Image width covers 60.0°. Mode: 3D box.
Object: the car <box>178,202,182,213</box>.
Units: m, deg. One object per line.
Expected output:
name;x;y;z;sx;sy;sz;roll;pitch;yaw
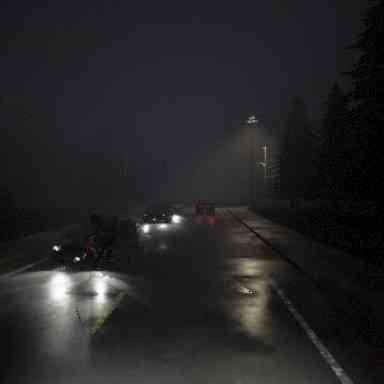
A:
car;-2.222;1.601;35.712;1.895;1.301;4.718;0;0;3

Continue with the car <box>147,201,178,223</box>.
car;-2.561;1.548;26.174;2.033;1.411;5.357;0;0;2

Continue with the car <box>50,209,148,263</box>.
car;-3.199;1.547;12.266;2.033;1.411;5.357;0;0;2

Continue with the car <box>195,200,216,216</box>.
car;1.290;1.491;32.588;2.128;1.511;4.902;0;0;2

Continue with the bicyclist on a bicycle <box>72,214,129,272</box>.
bicyclist on a bicycle;-2.587;1.452;9.359;1.656;1.620;0.582;0;0;2
